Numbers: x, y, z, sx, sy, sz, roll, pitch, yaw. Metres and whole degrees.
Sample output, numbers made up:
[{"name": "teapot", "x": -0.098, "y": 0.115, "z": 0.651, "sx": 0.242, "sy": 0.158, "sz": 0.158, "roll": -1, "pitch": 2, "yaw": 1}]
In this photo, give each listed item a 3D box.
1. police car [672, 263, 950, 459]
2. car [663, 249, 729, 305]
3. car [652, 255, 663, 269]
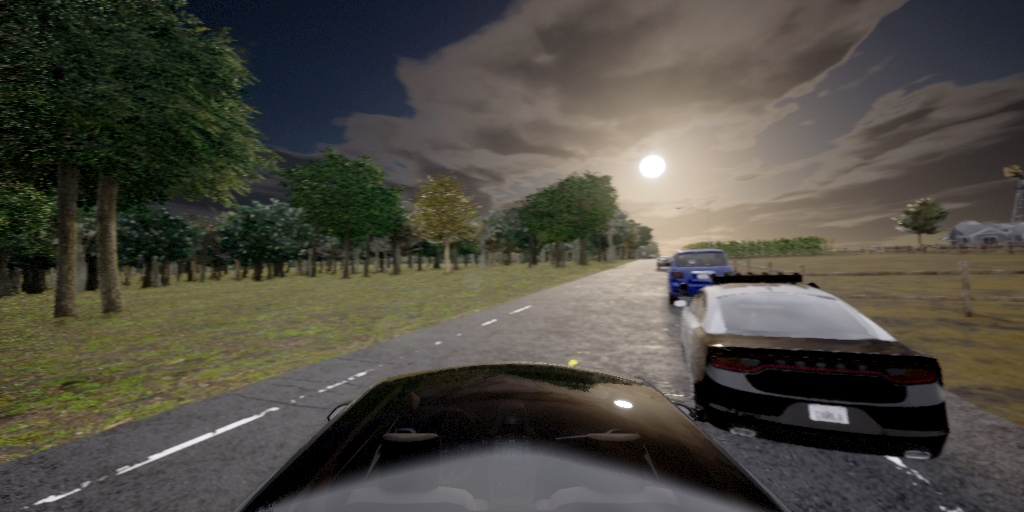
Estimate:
[{"name": "police car", "x": 3.574, "y": 1.057, "z": 5.313, "sx": 1.930, "sy": 1.638, "sz": 5.238, "roll": -2, "pitch": 0, "yaw": 23}, {"name": "car", "x": 7.424, "y": 0.761, "z": 14.466, "sx": 2.150, "sy": 2.045, "sz": 5.566, "roll": -2, "pitch": 0, "yaw": 23}, {"name": "car", "x": 18.448, "y": 0.764, "z": 43.202, "sx": 2.128, "sy": 1.511, "sz": 4.902, "roll": -2, "pitch": 0, "yaw": 24}]
